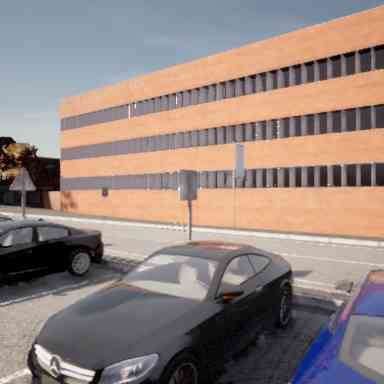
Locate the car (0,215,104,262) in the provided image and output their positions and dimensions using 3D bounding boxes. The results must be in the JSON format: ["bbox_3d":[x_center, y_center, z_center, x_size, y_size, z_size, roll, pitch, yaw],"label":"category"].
[{"bbox_3d":[-4.535,1.472,8.219,2.097,1.535,5.008,0,0,35],"label":"car"}]

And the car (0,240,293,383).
[{"bbox_3d":[0.069,1.518,4.943,2.002,1.452,4.674,0,0,35],"label":"car"}]

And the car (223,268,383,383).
[{"bbox_3d":[2.369,1.520,3.300,2.002,1.452,4.674,0,0,35],"label":"car"}]
